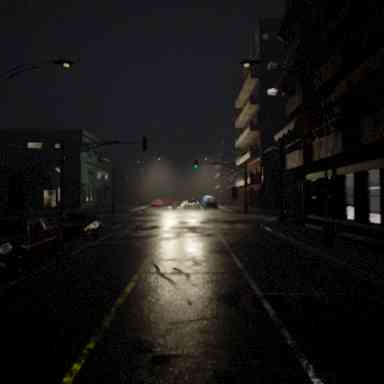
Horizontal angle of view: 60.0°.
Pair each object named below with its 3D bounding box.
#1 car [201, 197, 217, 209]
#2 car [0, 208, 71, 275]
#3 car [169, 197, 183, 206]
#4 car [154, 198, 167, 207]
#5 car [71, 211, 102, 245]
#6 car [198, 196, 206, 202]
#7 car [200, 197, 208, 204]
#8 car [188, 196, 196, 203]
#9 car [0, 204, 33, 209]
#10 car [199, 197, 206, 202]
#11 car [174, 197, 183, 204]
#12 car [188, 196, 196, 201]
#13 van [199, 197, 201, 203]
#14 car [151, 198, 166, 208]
[{"bbox_3d":[2.726,1.779,48.616,2.008,1.369,4.403,1,0,0],"label":"car"},{"bbox_3d":[-5.640,1.494,10.455,1.967,1.590,4.097,1,0,0],"label":"car"},{"bbox_3d":[-3.010,1.749,59.288,1.882,1.535,5.008,0,0,1],"label":"car"},{"bbox_3d":[-5.649,1.818,59.744,1.887,1.381,4.507,1,0,0],"label":"car"},{"bbox_3d":[-5.639,1.627,16.100,1.887,1.381,4.507,1,0,0],"label":"car"},{"bbox_3d":[2.748,1.959,93.261,1.947,1.339,4.313,1,0,0],"label":"car"},{"bbox_3d":[2.740,1.863,76.688,1.752,1.417,4.829,1,0,0],"label":"car"},{"bbox_3d":[0.038,1.874,78.101,2.033,1.411,5.357,0,0,0],"label":"car"},{"bbox_3d":[-19.700,1.878,36.420,4.403,1.369,2.008,0,-1,1],"label":"car"},{"bbox_3d":[2.745,1.942,87.680,1.947,1.339,4.313,1,0,0],"label":"car"},{"bbox_3d":[-2.965,1.830,74.463,1.837,1.490,4.892,0,0,0],"label":"car"},{"bbox_3d":[0.042,1.751,88.526,2.033,1.411,5.357,0,0,0],"label":"car"},{"bbox_3d":[2.737,1.637,65.358,1.690,1.788,3.998,1,0,0],"label":"van"},{"bbox_3d":[-5.653,1.833,54.164,1.802,1.307,4.206,1,0,0],"label":"car"}]
